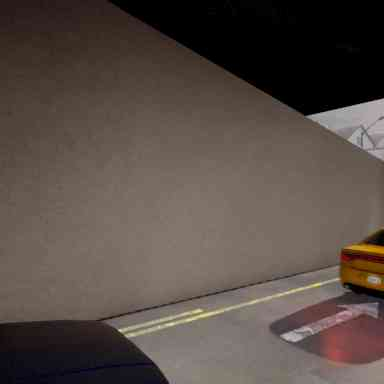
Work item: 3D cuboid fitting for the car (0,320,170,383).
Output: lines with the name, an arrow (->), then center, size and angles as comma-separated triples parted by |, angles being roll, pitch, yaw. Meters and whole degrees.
car -> -2.697, 1.547, 1.861 | 5.357, 1.411, 2.033 | 0, 0, -35

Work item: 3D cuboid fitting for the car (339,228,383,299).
car -> 5.400, 1.478, 7.610 | 5.008, 1.535, 1.882 | 0, 0, -35
